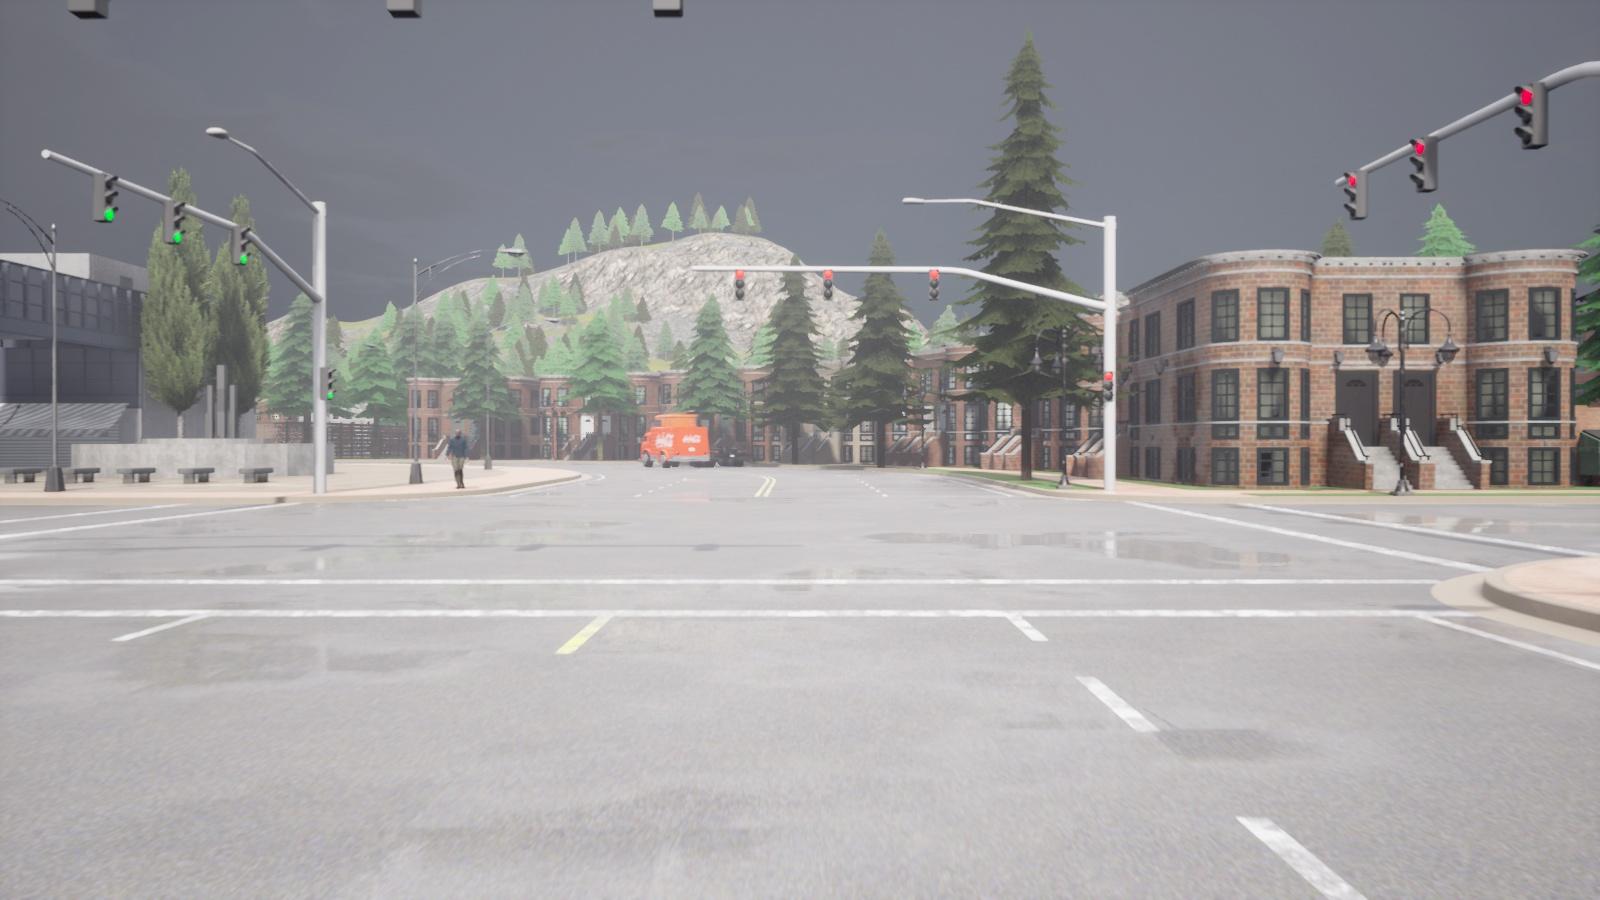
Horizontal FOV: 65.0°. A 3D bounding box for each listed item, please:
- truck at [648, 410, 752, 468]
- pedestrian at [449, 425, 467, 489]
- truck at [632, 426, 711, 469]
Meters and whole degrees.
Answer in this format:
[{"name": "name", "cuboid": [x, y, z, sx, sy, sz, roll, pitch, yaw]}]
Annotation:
[{"name": "truck", "cuboid": [-6.478, -0.691, 79.884, 2.891, 3.462, 7.936, 0, 0, -36]}, {"name": "pedestrian", "cuboid": [-9.855, 0.193, 36.163, 0.402, 1.842, 0.726, 0, 0, -6]}, {"name": "truck", "cuboid": [-7.775, -0.173, 75.689, 2.627, 2.467, 5.204, 0, 0, -33]}]
